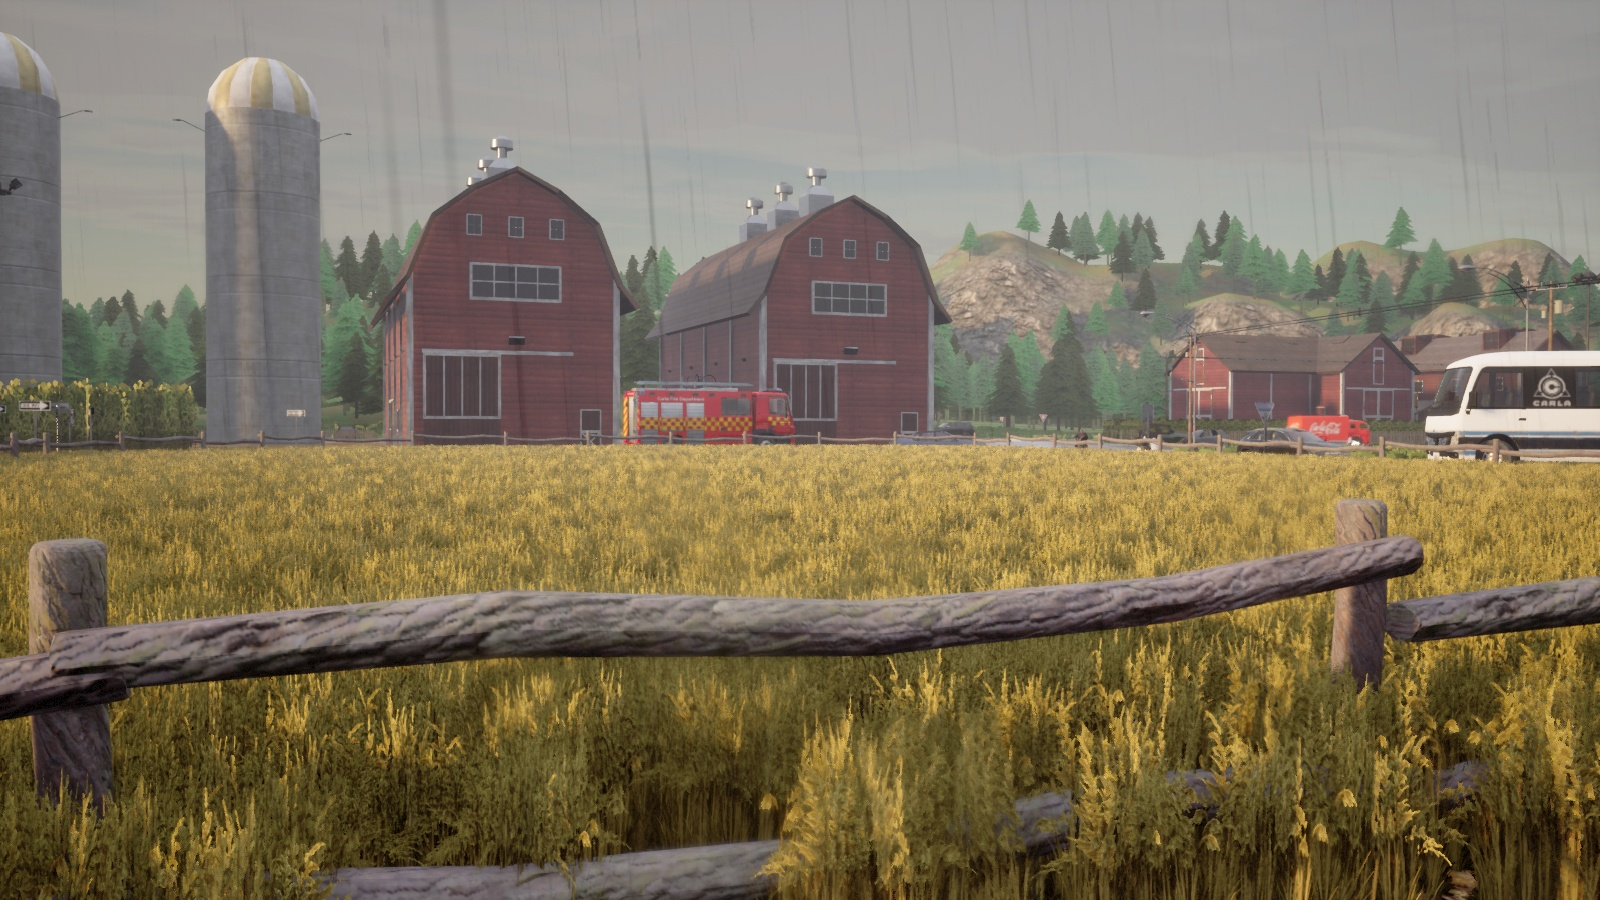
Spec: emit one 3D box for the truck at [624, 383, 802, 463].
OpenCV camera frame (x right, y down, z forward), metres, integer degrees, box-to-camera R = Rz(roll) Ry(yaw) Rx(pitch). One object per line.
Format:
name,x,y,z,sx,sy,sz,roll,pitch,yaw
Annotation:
truck,-4.391,-1.420,63.687,8.468,3.827,2.891,-2,1,-24

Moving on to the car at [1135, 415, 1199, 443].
car,24.757,-1.423,84.816,3.866,1.878,1.905,1,2,7

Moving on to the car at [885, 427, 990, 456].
car,7.265,-0.477,66.913,5.357,1.411,2.033,-1,1,1

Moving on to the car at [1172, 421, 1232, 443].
car,28.451,-1.306,88.899,3.633,1.501,1.845,-1,1,-13

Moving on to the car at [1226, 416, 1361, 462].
car,18.755,-0.439,47.991,2.033,1.649,4.856,-1,1,-21

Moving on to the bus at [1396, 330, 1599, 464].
bus,26.218,-1.773,42.418,10.273,4.253,3.944,-1,1,10

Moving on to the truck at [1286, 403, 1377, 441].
truck,37.289,-1.951,88.195,5.204,2.467,2.627,-1,-1,-3
